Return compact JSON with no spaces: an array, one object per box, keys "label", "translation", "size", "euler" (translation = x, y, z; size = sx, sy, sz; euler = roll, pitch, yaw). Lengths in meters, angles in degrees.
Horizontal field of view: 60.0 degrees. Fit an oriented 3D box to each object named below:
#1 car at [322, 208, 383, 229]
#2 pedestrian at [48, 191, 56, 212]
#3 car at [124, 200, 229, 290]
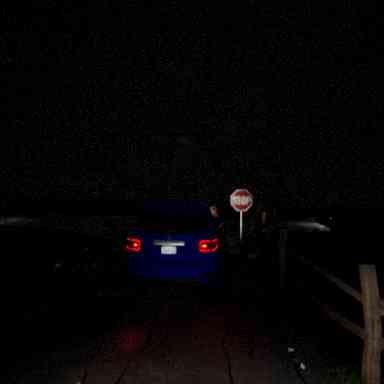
[{"label":"car","translation":[12.825,1.910,25.283],"size":[5.357,1.411,2.033],"euler":[2,3,0]},{"label":"pedestrian","translation":[-11.993,0.780,28.446],"size":[0.375,1.860,0.375],"euler":[0,1,0]},{"label":"car","translation":[-0.163,1.224,9.254],"size":[2.150,2.045,5.566],"euler":[0,0,6]}]
